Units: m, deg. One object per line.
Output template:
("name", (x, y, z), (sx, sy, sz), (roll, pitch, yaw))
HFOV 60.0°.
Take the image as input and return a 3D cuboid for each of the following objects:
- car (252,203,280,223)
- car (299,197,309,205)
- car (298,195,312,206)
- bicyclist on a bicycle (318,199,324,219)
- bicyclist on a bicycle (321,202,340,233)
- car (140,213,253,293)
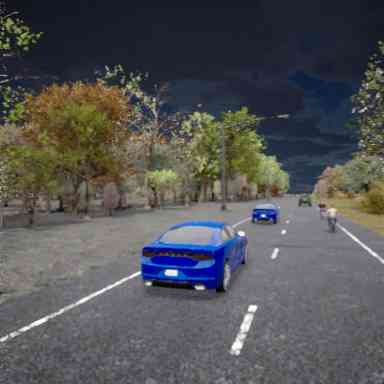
("car", (6.055, 1.626, 27.030), (1.882, 1.535, 5.008), (0, 0, 18))
("car", (23.559, 1.829, 70.280), (1.882, 1.535, 5.008), (0, 0, 18))
("car", (20.296, 1.518, 59.829), (2.150, 2.045, 5.566), (0, -1, 18))
("bicyclist on a bicycle", (10.924, 1.502, 27.909), (0.659, 1.776, 1.843), (0, 0, 18))
("bicyclist on a bicycle", (8.095, 1.524, 19.212), (0.866, 1.612, 1.509), (0, 0, 18))
("car", (0.335, 1.537, 9.270), (1.882, 1.535, 5.008), (0, 0, 18))
